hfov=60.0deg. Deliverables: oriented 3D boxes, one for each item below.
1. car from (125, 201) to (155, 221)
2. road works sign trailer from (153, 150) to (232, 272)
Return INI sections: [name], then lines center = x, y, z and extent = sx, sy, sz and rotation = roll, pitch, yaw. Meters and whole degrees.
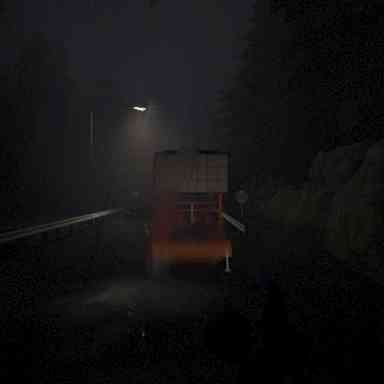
[car]
center = -4.178, 1.473, 27.038
extent = 1.882, 1.535, 5.008
rotation = 0, 0, 0
[road works sign trailer]
center = 0.003, 0.463, 10.807
extent = 2.380, 3.560, 2.880
rotation = 0, 0, 0
